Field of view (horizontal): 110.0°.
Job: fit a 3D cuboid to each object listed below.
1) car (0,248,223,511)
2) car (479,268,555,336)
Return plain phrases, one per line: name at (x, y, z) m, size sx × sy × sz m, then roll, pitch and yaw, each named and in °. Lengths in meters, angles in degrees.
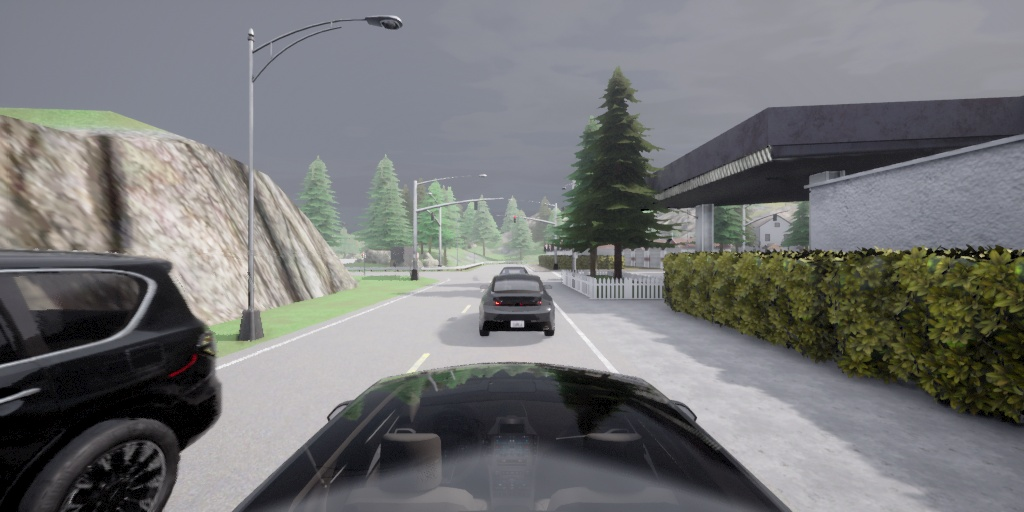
car at (-3.603, 0.971, 0.791) m, size 2.150 × 2.045 × 5.566 m, roll 0°, pitch 0°, yaw 0°
car at (0.123, 1.255, 10.334) m, size 1.837 × 1.490 × 4.892 m, roll 0°, pitch 0°, yaw 0°
